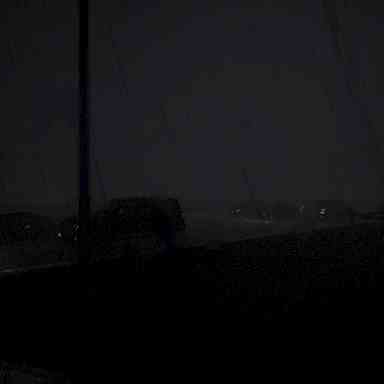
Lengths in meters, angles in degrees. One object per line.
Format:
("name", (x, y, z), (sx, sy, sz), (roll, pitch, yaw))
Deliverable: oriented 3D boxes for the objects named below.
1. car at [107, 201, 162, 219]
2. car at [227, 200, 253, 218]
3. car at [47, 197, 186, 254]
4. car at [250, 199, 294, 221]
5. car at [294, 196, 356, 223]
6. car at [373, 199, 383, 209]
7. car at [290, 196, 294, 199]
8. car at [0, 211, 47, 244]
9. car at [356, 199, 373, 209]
("car", (-5.183, 1.559, 30.487), (4.674, 1.442, 1.812), (0, 0, -41))
("car", (5.291, 1.509, 30.242), (4.892, 1.490, 1.837), (0, 0, -41))
("car", (-2.799, 1.241, 14.091), (5.566, 2.045, 2.150), (0, 0, -41))
("car", (7.112, 1.561, 27.192), (4.181, 1.385, 1.994), (0, 0, -41))
("car", (10.089, 1.340, 25.134), (4.553, 1.767, 2.097), (0, 0, -41))
("car", (25.421, 1.482, 42.663), (4.674, 1.442, 1.812), (0, 0, -40))
("car", (15.048, 1.339, 47.687), (4.553, 1.767, 2.097), (0, 0, -40))
("car", (-7.968, 1.557, 14.258), (4.674, 1.442, 1.812), (0, 0, -41))
("car", (23.525, 1.564, 45.636), (4.718, 1.301, 1.895), (0, 0, -40))
